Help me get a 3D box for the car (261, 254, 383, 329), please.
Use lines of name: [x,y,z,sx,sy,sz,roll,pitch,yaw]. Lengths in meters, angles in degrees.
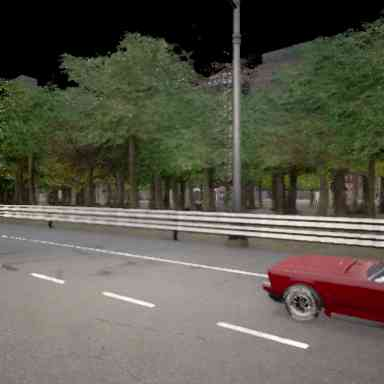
car: [3.646,1.601,5.567,4.718,1.301,1.895,0,0,36]
